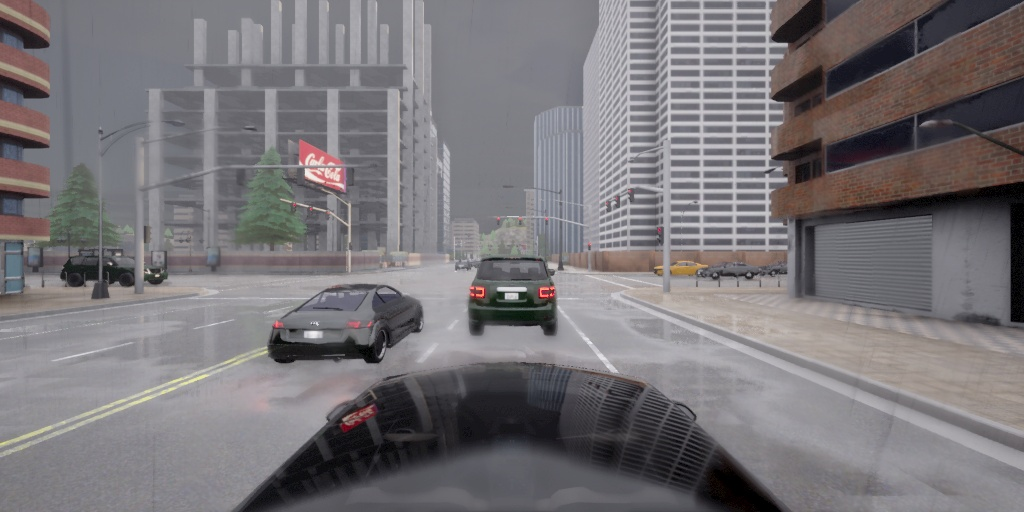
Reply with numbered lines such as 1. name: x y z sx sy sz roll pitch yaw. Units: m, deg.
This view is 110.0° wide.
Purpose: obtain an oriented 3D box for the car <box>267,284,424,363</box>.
1. car: -3.378 1.314 8.137 1.994 1.385 4.181 0 0 0

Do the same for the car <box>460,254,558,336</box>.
1. car: 0.098 0.971 10.525 2.150 2.045 5.566 0 0 2

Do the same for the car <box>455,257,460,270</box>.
1. car: -6.841 1.241 50.673 2.128 1.511 4.902 0 0 0

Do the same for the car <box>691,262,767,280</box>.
1. car: 18.770 1.241 31.234 4.902 1.511 2.128 0 0 0

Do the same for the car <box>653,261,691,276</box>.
1. car: 16.292 1.228 34.735 5.008 1.535 1.882 0 0 0

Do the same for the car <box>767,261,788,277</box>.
1. car: 26.228 1.241 34.726 4.902 1.511 2.128 0 0 0

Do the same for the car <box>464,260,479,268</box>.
1. car: -6.775 1.314 59.783 1.994 1.385 4.181 0 0 1

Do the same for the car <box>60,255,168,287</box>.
1. car: -26.558 0.971 24.034 5.566 2.045 2.150 0 0 0
